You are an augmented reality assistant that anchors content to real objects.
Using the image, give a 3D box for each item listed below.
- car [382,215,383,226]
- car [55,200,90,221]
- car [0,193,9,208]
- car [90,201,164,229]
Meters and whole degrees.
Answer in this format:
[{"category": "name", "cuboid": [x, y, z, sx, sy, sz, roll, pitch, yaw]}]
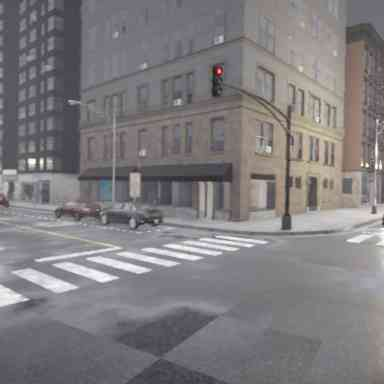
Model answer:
[{"category": "car", "cuboid": [12.621, 1.298, 19.492, 1.994, 1.385, 4.181, 2, 2, 41]}, {"category": "car", "cuboid": [-7.591, 1.159, 22.311, 4.206, 1.307, 1.802, 1, 2, 42]}, {"category": "car", "cuboid": [-19.979, 0.740, 33.336, 4.097, 1.590, 1.967, 1, 2, 42]}, {"category": "car", "cuboid": [-3.462, 1.221, 18.635, 4.403, 1.369, 2.008, 1, 2, 42]}]
